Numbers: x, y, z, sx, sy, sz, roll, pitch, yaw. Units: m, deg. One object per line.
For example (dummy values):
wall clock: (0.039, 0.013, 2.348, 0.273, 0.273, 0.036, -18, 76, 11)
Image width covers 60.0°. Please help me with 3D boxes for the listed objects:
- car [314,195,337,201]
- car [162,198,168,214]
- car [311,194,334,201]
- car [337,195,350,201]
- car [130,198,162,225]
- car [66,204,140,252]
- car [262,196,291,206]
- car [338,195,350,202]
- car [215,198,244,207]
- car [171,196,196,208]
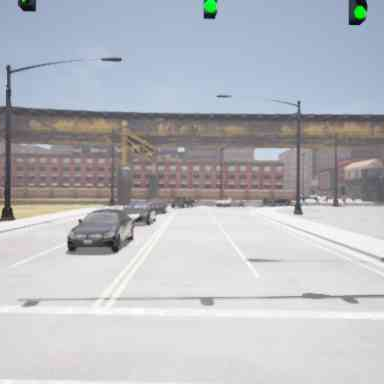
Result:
car: (29.361, 1.198, 73.303, 1.853, 1.218, 4.536, 0, 0, -29)
car: (-3.468, 1.335, 33.076, 1.837, 1.490, 4.892, 0, 0, 0)
car: (29.385, 1.356, 73.259, 2.038, 1.542, 4.974, 0, 0, -29)
car: (32.450, 1.235, 71.134, 1.853, 1.218, 4.536, 1, 0, 31)
car: (-3.556, 1.373, 22.922, 2.128, 1.511, 4.902, 0, 0, 0)
car: (-3.570, 1.454, 13.783, 1.812, 1.442, 4.674, 0, 0, 0)
car: (13.433, 1.365, 52.691, 4.902, 1.511, 2.128, 0, 0, -24)
car: (32.421, 1.393, 71.090, 2.038, 1.542, 4.974, 1, 0, 31)
car: (5.389, 1.436, 46.768, 1.895, 1.301, 4.718, 1, 0, 44)
car: (-1.086, 1.303, 43.242, 1.837, 1.490, 4.892, 1, 0, 23)
